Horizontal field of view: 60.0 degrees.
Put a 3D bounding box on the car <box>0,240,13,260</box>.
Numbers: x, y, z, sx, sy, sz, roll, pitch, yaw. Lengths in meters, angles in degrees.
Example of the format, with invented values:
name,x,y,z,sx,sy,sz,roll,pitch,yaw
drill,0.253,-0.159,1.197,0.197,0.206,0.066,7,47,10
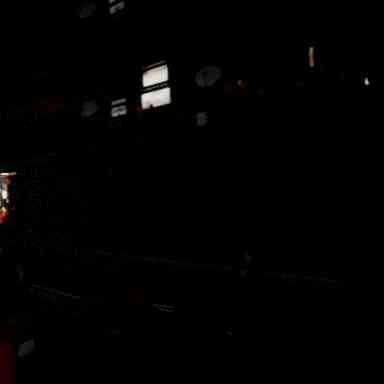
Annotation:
name,x,y,z,sx,sy,sz,roll,pitch,yaw
car,-4.865,1.476,6.225,4.097,1.590,1.967,0,-1,36

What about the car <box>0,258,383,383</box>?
name,x,y,z,sx,sy,sz,roll,pitch,yaw
car,-0.366,1.554,3.005,4.507,1.381,1.887,0,-1,36
